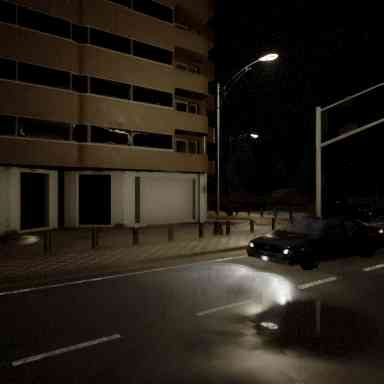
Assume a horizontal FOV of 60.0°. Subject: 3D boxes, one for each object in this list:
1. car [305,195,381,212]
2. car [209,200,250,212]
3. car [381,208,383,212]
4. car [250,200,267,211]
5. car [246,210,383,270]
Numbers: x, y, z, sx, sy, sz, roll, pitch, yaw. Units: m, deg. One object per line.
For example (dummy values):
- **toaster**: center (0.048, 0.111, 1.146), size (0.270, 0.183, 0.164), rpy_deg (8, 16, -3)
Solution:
- **car**: center (12.081, 1.275, 27.580), size (2.150, 2.045, 5.566), rpy_deg (0, 0, -32)
- **car**: center (4.088, 1.656, 38.925), size (1.895, 1.301, 4.718), rpy_deg (0, 0, -36)
- **car**: center (15.310, 1.656, 29.363), size (1.895, 1.301, 4.718), rpy_deg (0, 0, -36)
- **car**: center (6.909, 1.656, 40.997), size (1.895, 1.301, 4.718), rpy_deg (0, 0, -36)
- **car**: center (4.361, 1.547, 11.155), size (5.357, 1.411, 2.033), rpy_deg (0, 0, -33)
